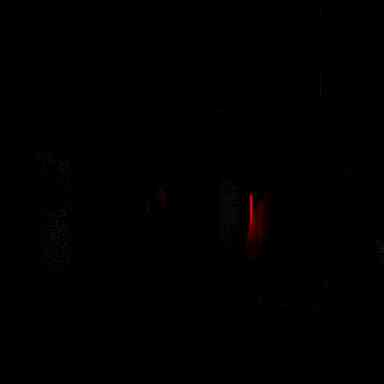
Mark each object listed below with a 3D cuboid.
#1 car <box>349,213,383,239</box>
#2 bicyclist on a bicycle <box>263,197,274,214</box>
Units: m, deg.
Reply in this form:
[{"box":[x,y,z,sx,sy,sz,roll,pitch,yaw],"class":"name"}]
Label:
[{"box":[10.161,1.601,15.665,4.718,1.301,1.895,0,0,41],"class":"car"},{"box":[7.383,1.349,32.117,1.656,1.620,0.582,0,0,-36],"class":"bicyclist on a bicycle"}]
